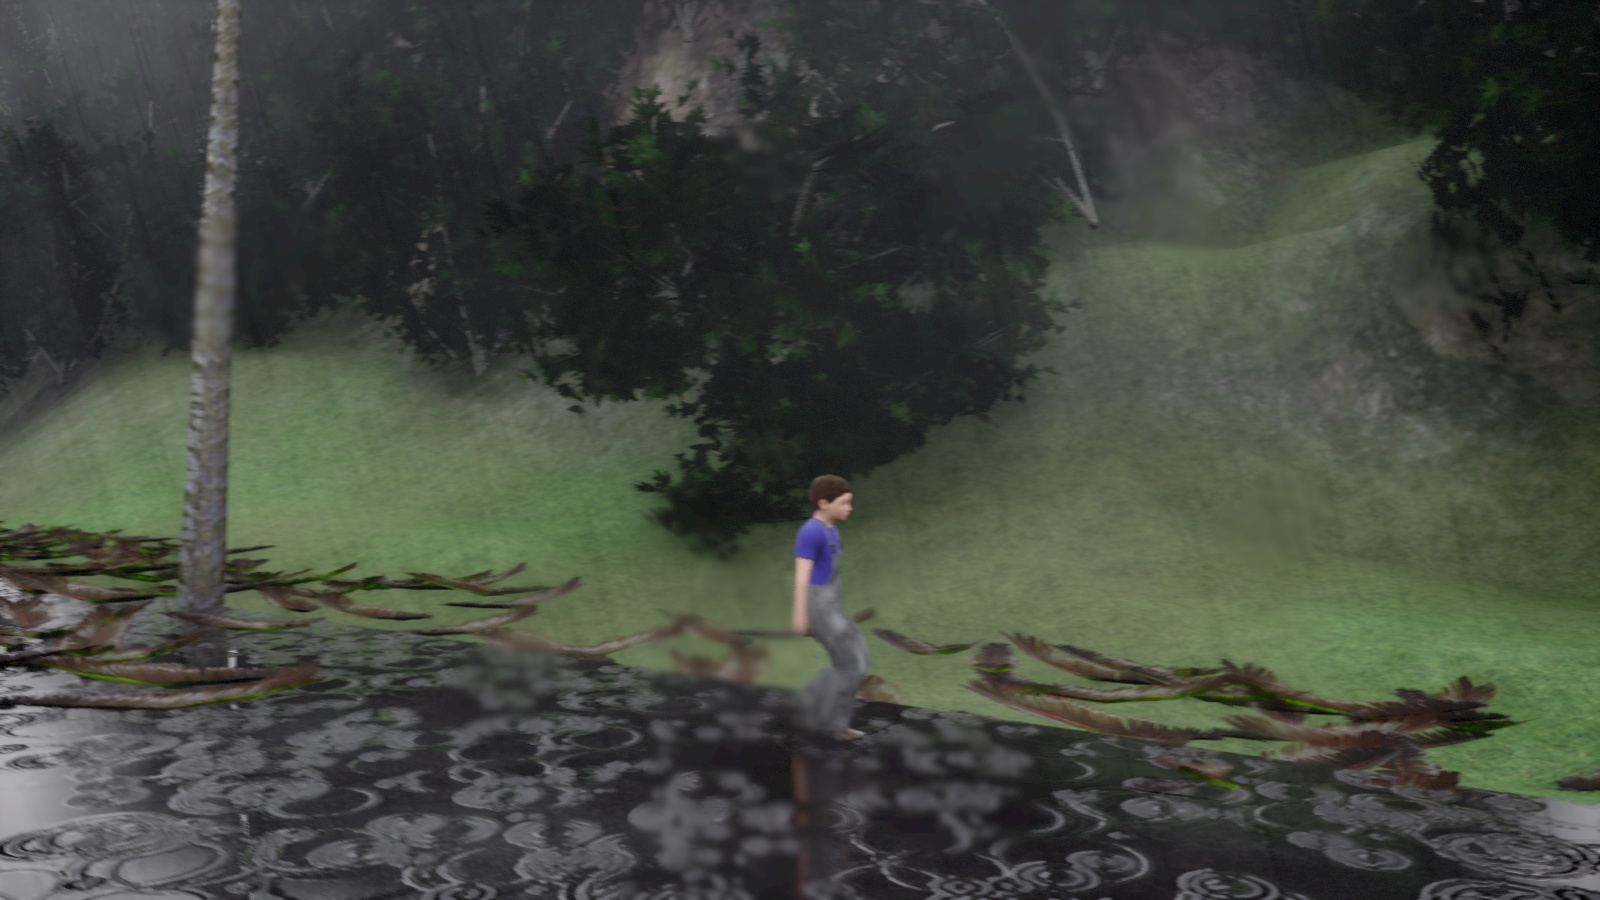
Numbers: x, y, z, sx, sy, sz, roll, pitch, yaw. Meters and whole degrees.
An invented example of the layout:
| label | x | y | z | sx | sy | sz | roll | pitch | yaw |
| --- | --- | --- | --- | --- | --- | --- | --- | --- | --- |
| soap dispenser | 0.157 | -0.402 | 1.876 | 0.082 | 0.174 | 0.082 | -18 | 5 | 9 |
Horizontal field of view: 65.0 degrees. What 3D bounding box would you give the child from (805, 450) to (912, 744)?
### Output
| label | x | y | z | sx | sy | sz | roll | pitch | yaw |
| --- | --- | --- | --- | --- | --- | --- | --- | --- | --- |
| child | 0.264 | 0.633 | 5.555 | 0.437 | 1.263 | 0.270 | 0 | 1 | 8 |
